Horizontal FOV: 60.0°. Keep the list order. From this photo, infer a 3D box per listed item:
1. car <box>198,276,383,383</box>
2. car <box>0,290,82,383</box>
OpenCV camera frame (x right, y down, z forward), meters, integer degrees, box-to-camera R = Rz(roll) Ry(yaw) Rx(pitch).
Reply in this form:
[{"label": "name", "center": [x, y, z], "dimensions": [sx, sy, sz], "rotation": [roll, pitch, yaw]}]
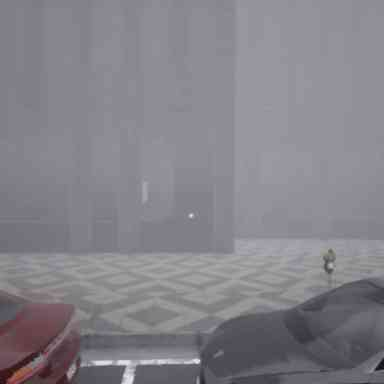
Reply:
[{"label": "car", "center": [2.254, 1.613, 3.382], "dimensions": [4.313, 1.339, 1.947], "rotation": [1, 0, -4]}, {"label": "car", "center": [-3.370, 1.524, 3.029], "dimensions": [4.507, 1.381, 1.887], "rotation": [1, 0, -4]}]
